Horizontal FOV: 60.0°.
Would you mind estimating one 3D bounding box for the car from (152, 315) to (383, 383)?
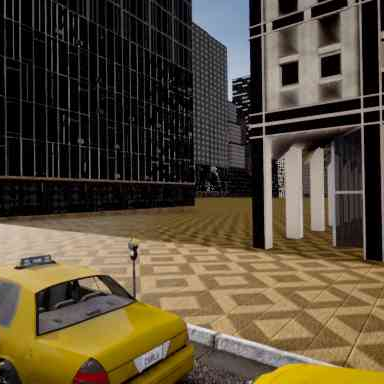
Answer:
[{"bbox_3d":[2.247,1.525,1.291,4.829,1.417,1.752,0,-1,35],"label":"car"}]

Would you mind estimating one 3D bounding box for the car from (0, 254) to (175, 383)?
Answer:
[{"bbox_3d":[-2.256,1.527,4.487,4.829,1.417,1.752,0,-1,35],"label":"car"}]
